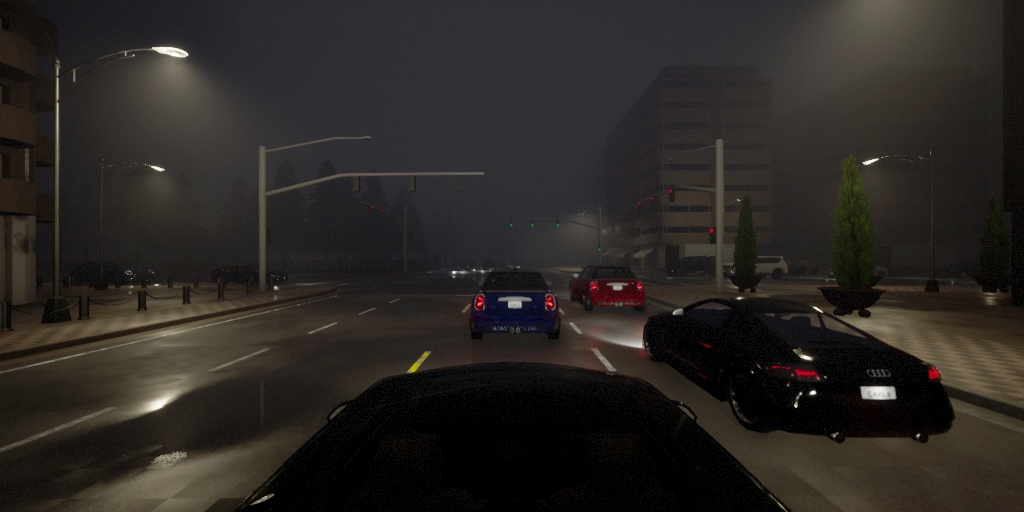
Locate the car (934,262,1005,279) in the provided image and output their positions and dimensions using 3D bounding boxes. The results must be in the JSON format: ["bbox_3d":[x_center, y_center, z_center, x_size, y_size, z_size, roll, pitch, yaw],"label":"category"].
[{"bbox_3d":[42.122,1.283,33.060,5.008,1.535,1.882,0,0,0],"label":"car"}]

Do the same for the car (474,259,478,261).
[{"bbox_3d":[-6.260,1.255,57.513,1.837,1.490,4.892,0,0,7],"label":"car"}]

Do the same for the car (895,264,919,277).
[{"bbox_3d":[38.218,1.406,36.555,4.718,1.301,1.895,0,0,0],"label":"car"}]

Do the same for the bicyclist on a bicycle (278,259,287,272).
[{"bbox_3d":[-25.621,1.106,40.086,0.582,1.620,1.656,0,0,0],"label":"bicyclist on a bicycle"}]

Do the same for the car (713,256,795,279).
[{"bbox_3d":[22.160,1.027,32.999,5.566,2.045,2.150,0,0,0],"label":"car"}]

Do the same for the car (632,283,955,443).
[{"bbox_3d":[3.606,1.314,5.537,1.994,1.385,4.181,0,0,0],"label":"car"}]

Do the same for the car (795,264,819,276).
[{"bbox_3d":[28.172,1.406,36.522,4.718,1.301,1.895,0,0,0],"label":"car"}]

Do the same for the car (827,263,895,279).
[{"bbox_3d":[31.798,1.331,33.034,4.674,1.442,1.812,0,0,0],"label":"car"}]

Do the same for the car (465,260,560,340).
[{"bbox_3d":[0.082,1.101,10.116,2.097,1.767,4.553,0,0,0],"label":"car"}]

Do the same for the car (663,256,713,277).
[{"bbox_3d":[18.412,1.027,36.483,5.566,2.045,2.150,0,0,0],"label":"car"}]

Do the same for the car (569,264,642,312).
[{"bbox_3d":[3.603,1.101,14.342,2.097,1.767,4.553,0,0,0],"label":"car"}]

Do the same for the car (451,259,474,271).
[{"bbox_3d":[-6.871,1.314,48.624,1.994,1.385,4.181,0,0,2],"label":"car"}]

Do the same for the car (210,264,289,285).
[{"bbox_3d":[-18.681,1.310,25.632,4.892,1.490,1.837,0,0,0],"label":"car"}]

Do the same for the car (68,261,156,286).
[{"bbox_3d":[-28.401,1.157,25.592,4.553,1.767,2.097,0,0,0],"label":"car"}]

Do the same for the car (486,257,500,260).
[{"bbox_3d":[-3.231,1.255,52.289,1.837,1.490,4.892,0,0,3],"label":"car"}]
